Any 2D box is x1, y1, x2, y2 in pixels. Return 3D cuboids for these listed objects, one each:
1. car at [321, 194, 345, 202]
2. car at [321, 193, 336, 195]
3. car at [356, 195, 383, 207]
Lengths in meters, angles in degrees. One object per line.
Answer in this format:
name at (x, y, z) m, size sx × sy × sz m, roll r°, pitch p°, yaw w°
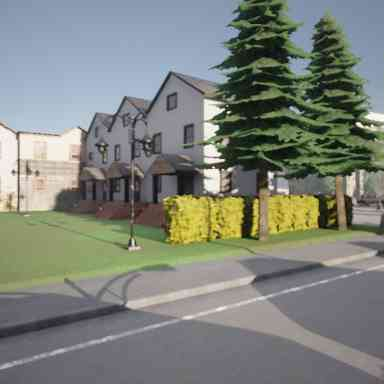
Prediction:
car at (31.619, 1.285, 74.506) m, size 1.932 × 1.855 × 4.605 m, roll 0°, pitch 0°, yaw -36°
car at (29.508, 1.257, 72.468) m, size 1.905 × 1.878 × 3.866 m, roll 0°, pitch 0°, yaw -36°
car at (26.795, 1.234, 49.044) m, size 1.932 × 1.855 × 4.605 m, roll 0°, pitch 0°, yaw -36°
